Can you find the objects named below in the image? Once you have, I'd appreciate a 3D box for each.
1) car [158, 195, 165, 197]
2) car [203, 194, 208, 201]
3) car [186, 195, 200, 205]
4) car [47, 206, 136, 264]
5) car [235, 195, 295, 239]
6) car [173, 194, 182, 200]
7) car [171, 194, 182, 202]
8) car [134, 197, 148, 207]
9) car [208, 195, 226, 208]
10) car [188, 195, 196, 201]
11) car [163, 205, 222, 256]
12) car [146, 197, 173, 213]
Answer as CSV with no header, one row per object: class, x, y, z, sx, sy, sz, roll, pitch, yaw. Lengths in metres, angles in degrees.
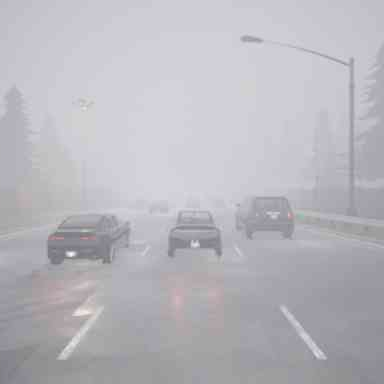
car,-6.976,1.425,77.131,1.895,1.301,4.718,0,0,0
car,3.524,1.306,76.681,1.882,1.535,5.008,0,0,0
car,0.114,1.460,46.809,1.994,1.385,4.181,0,0,0
car,-3.395,1.479,11.751,1.837,1.490,4.892,0,0,0
car,3.605,1.181,17.305,2.150,2.045,5.566,0,0,0
car,-3.475,1.192,80.436,1.837,1.490,4.892,0,0,0
car,-3.478,1.395,70.434,1.994,1.385,4.181,0,0,0
car,-6.887,1.424,46.501,1.812,1.442,4.674,0,0,0
car,3.613,1.420,46.961,1.812,1.442,4.674,0,0,0
car,0.024,1.353,77.099,1.812,1.442,4.674,0,0,0
car,0.105,1.463,12.989,2.128,1.511,4.902,0,0,0
car,-3.389,1.523,35.300,1.895,1.301,4.718,0,0,0
